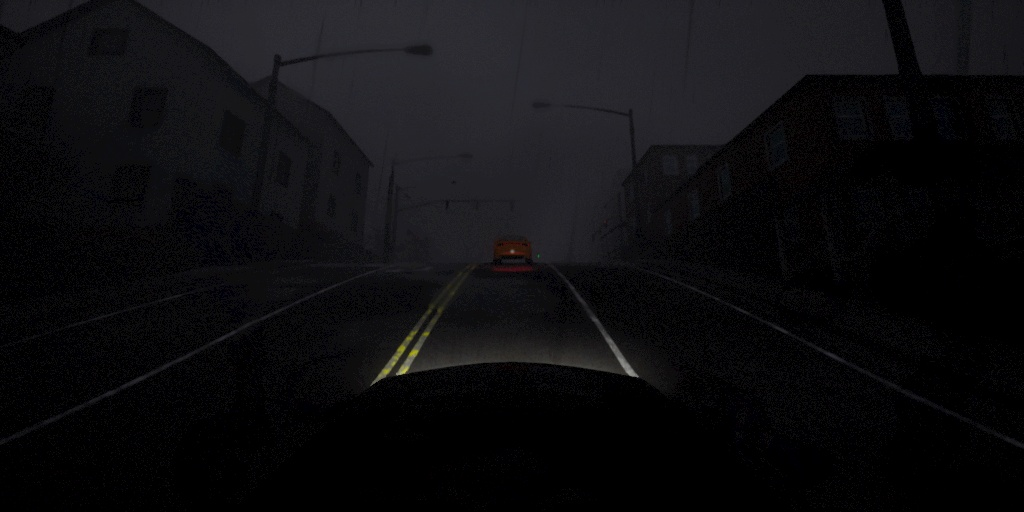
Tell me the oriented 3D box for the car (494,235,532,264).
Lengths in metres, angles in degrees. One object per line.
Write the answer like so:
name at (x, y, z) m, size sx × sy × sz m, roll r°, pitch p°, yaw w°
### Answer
car at (0.069, -0.377, 19.340) m, size 1.882 × 1.535 × 5.008 m, roll 0°, pitch 0°, yaw 1°
